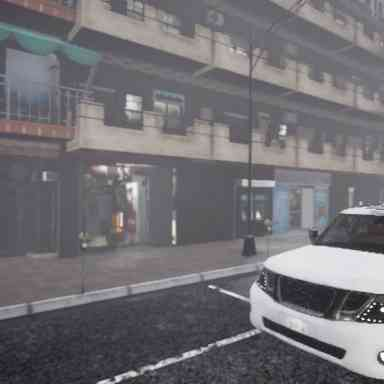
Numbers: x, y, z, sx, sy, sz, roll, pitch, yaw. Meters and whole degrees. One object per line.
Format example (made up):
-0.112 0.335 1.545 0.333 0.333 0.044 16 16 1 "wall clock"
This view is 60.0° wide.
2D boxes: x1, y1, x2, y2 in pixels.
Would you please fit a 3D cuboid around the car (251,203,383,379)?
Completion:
3.499 1.236 5.568 5.566 2.045 2.150 0 0 -36 "car"
